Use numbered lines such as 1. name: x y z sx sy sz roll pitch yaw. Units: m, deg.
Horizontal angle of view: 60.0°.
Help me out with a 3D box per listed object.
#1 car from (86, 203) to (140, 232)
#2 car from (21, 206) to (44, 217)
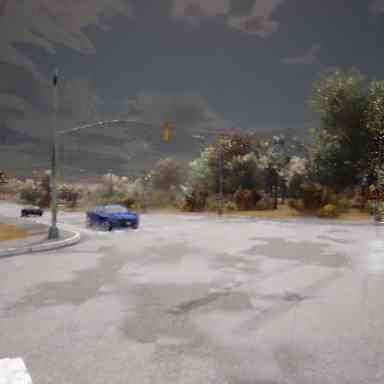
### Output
1. car: -4.943 1.477 20.475 1.882 1.535 5.008 1 -1 -36
2. car: -19.787 2.398 41.166 1.895 1.301 4.718 1 -3 -36
